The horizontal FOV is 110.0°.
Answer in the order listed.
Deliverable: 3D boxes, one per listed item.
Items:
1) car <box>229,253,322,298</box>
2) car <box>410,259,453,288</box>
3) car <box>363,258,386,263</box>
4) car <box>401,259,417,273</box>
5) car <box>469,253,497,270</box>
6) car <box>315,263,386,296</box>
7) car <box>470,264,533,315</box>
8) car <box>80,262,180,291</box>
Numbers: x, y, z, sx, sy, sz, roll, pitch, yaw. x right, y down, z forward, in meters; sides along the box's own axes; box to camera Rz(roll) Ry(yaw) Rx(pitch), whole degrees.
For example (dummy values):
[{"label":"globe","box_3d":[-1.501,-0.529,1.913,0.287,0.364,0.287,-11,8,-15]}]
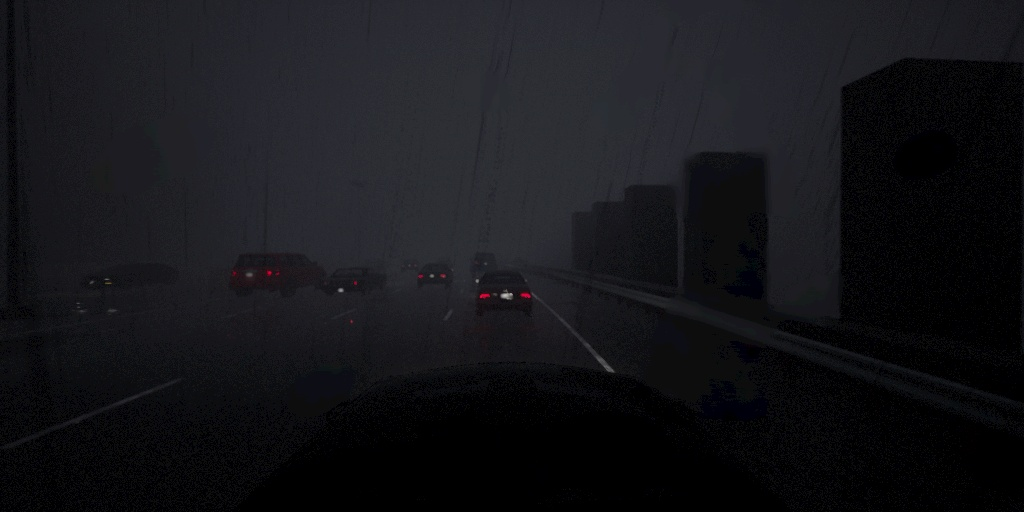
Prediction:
[{"label":"car","box_3d":[-11.283,0.862,17.785,2.150,2.045,5.566,0,0,-5]},{"label":"car","box_3d":[-4.713,1.137,22.296,2.033,1.411,5.357,0,0,-7]},{"label":"car","box_3d":[-14.087,0.982,36.686,2.128,1.511,4.902,0,0,-11]},{"label":"car","box_3d":[-10.953,1.012,38.951,2.033,1.411,5.357,0,0,-12]},{"label":"car","box_3d":[-2.632,0.723,32.516,2.150,2.045,5.566,0,0,-9]},{"label":"car","box_3d":[-7.862,1.230,18.268,1.895,1.301,4.718,0,0,-5]},{"label":"car","box_3d":[-0.358,1.204,13.078,2.033,1.411,5.357,0,0,-4]},{"label":"car","box_3d":[-22.346,1.141,21.267,1.837,1.490,4.892,0,0,-6]}]
